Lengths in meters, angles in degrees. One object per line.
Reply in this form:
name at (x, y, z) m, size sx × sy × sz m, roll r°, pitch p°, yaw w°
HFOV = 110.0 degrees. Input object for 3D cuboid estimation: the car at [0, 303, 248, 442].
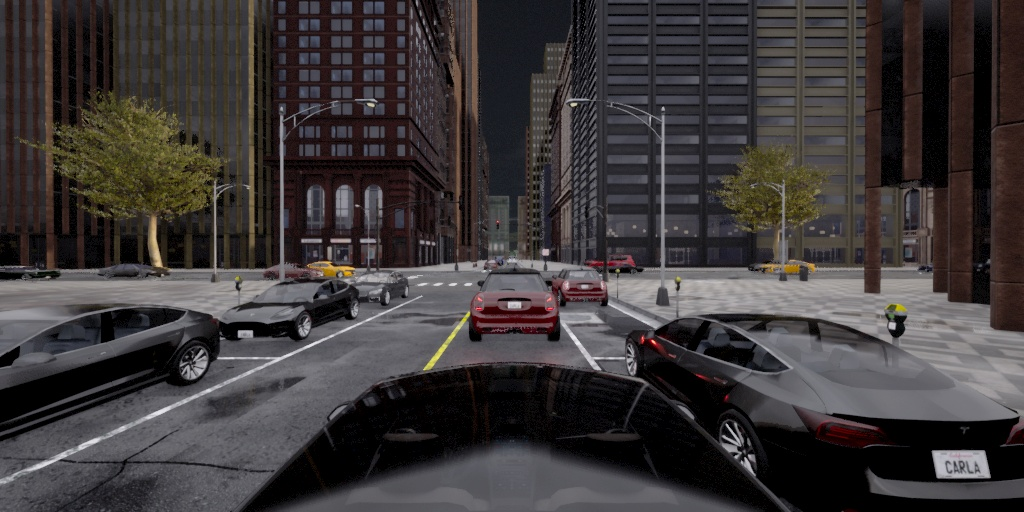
car at (-5.760, 1.315, 4.288) m, size 1.948 × 1.339 × 4.313 m, roll 0°, pitch 0°, yaw 0°

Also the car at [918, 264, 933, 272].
car at (49.212, 1.193, 40.333) m, size 5.357 × 1.411 × 2.033 m, roll 0°, pitch 0°, yaw 0°

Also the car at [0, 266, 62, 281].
car at (-41.536, 1.487, 30.410) m, size 4.718 × 1.301 × 1.895 m, roll 0°, pitch 0°, yaw 0°

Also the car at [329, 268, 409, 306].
car at (-5.747, 1.301, 15.562) m, size 2.007 × 1.370 × 4.403 m, roll 0°, pitch 0°, yaw 0°

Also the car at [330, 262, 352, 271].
car at (-17.306, 1.280, 33.660) m, size 5.008 × 1.535 × 1.882 m, roll 0°, pitch 0°, yaw 1°

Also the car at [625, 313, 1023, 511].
car at (2.765, 1.316, 4.281) m, size 1.948 × 1.339 × 4.313 m, roll 0°, pitch 0°, yaw 0°

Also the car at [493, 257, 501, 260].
car at (-3.011, 1.295, 52.021) m, size 1.812 × 1.442 × 4.674 m, roll 0°, pitch 0°, yaw 1°

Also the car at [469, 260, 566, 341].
car at (0.077, 1.102, 10.017) m, size 2.097 × 1.767 × 4.553 m, roll 0°, pitch 0°, yaw 1°

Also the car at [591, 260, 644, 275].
car at (10.983, 1.316, 37.142) m, size 4.718 × 1.301 × 1.895 m, roll 0°, pitch 0°, yaw 0°

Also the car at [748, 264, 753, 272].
car at (29.358, 1.164, 40.410) m, size 4.892 × 1.490 × 1.837 m, roll 0°, pitch 0°, yaw 0°

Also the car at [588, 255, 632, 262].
car at (10.912, 0.922, 40.410) m, size 5.566 × 2.045 × 2.150 m, roll 0°, pitch 0°, yaw 0°

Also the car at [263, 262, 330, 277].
car at (-18.477, 1.347, 30.416) m, size 4.674 × 1.442 × 1.812 m, roll 0°, pitch 0°, yaw 0°

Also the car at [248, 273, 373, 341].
car at (-5.754, 1.316, 9.925) m, size 1.948 × 1.339 × 4.313 m, roll 0°, pitch 0°, yaw 0°

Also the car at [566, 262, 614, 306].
car at (2.778, 1.190, 15.553) m, size 1.967 × 1.591 × 4.097 m, roll 0°, pitch 0°, yaw 0°

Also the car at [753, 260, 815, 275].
car at (28.428, 1.155, 37.159) m, size 5.008 × 1.535 × 1.882 m, roll 0°, pitch 0°, yaw 0°

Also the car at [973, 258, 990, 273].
car at (49.245, 0.995, 37.082) m, size 4.553 × 1.767 × 2.097 m, roll 0°, pitch 0°, yaw 0°

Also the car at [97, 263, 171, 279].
car at (-35.455, 1.400, 33.650) m, size 5.357 × 1.411 × 2.033 m, roll 0°, pitch 0°, yaw 0°
